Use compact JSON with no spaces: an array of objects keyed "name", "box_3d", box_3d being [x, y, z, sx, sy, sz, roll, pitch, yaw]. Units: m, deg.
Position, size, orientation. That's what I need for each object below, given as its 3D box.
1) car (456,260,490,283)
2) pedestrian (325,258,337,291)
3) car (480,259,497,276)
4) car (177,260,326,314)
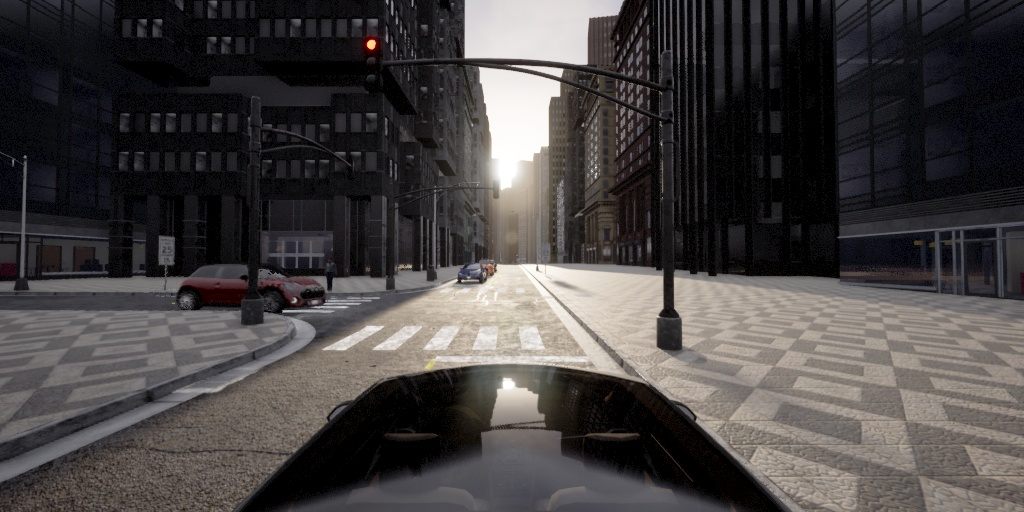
[{"name":"car","box_3d":[-3.050,1.288,28.235,1.812,1.442,4.674,0,0,2]},{"name":"pedestrian","box_3d":[-9.972,0.973,19.592,0.375,1.860,0.375,0,-1,0]},{"name":"car","box_3d":[-3.027,1.137,38.240,2.097,1.767,4.553,0,0,0]},{"name":"car","box_3d":[-9.208,1.046,12.918,4.553,1.767,2.097,0,-1,5]}]
